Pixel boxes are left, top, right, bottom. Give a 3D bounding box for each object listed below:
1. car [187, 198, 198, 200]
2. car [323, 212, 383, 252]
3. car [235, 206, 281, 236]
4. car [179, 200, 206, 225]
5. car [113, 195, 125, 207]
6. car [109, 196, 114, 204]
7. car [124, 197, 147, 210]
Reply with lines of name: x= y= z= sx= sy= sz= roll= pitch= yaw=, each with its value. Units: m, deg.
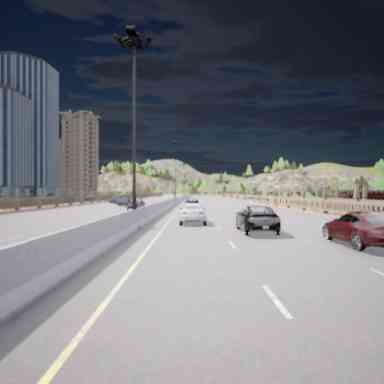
car: x=0.040 y=1.527 z=42.032 sx=2.128 sy=1.511 sz=4.902 roll=0 pitch=0 yaw=0
car: x=7.079 y=1.533 z=13.782 sx=1.812 sy=1.442 sz=4.674 roll=0 pitch=0 yaw=0
car: x=3.574 y=1.505 z=18.544 sx=2.128 sy=1.511 sz=4.902 roll=0 pitch=0 yaw=0
car: x=0.066 y=1.546 z=24.173 sx=1.812 sy=1.442 sz=4.674 roll=0 pitch=0 yaw=0
car: x=-10.632 y=1.555 z=52.811 sx=1.837 sy=1.490 sz=4.892 roll=0 pitch=0 yaw=0
car: x=-14.105 y=1.414 z=62.507 sx=2.097 sy=1.767 sz=4.553 roll=0 pitch=0 yaw=0
car: x=-7.149 y=1.566 z=43.451 sx=1.812 sy=1.442 sz=4.674 roll=0 pitch=0 yaw=0
